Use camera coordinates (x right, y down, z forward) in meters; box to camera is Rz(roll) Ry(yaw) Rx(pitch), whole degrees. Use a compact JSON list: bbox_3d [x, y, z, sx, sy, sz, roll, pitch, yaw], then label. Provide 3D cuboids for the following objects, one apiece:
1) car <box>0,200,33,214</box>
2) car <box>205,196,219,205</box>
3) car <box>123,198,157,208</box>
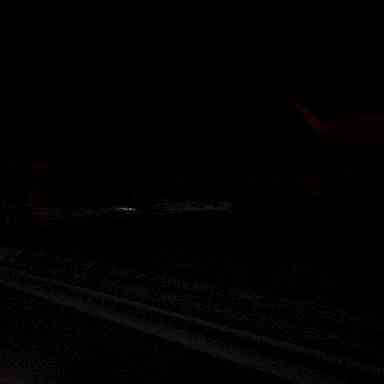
[{"bbox_3d":[-17.750,1.524,32.082,1.812,1.442,4.674,0,0,34],"label":"car"},{"bbox_3d":[3.486,1.503,58.535,1.837,1.490,4.892,0,0,14],"label":"car"},{"bbox_3d":[-7.335,1.545,47.484,2.033,1.411,5.357,0,0,35],"label":"car"}]
